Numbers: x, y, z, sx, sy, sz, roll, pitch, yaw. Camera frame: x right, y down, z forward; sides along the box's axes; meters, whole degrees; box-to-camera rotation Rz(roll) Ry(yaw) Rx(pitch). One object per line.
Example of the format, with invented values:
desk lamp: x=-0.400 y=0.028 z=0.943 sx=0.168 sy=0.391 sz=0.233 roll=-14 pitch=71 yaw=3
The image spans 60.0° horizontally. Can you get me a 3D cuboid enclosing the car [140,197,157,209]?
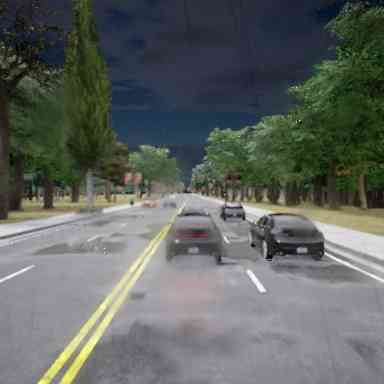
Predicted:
car: x=-6.556 y=1.572 z=50.508 sx=2.097 sy=1.767 sz=4.553 roll=0 pitch=0 yaw=0

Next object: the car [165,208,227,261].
car: x=0.070 y=1.530 z=12.312 sx=1.837 sy=1.490 sz=4.892 roll=0 pitch=-1 yaw=0

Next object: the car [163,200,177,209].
car: x=-3.311 y=1.815 z=49.671 sx=1.895 sy=1.301 sz=4.718 roll=0 pitch=0 yaw=0

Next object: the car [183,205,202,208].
car: x=0.072 y=1.680 z=26.545 sx=1.895 sy=1.301 sz=4.718 roll=0 pitch=0 yaw=0

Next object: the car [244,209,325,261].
car: x=3.322 y=1.531 z=12.404 sx=1.837 sy=1.490 sz=4.892 roll=0 pitch=-1 yaw=0

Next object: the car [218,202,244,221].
car: x=3.330 y=1.577 z=27.991 sx=2.128 sy=1.511 sz=4.902 roll=0 pitch=0 yaw=0
